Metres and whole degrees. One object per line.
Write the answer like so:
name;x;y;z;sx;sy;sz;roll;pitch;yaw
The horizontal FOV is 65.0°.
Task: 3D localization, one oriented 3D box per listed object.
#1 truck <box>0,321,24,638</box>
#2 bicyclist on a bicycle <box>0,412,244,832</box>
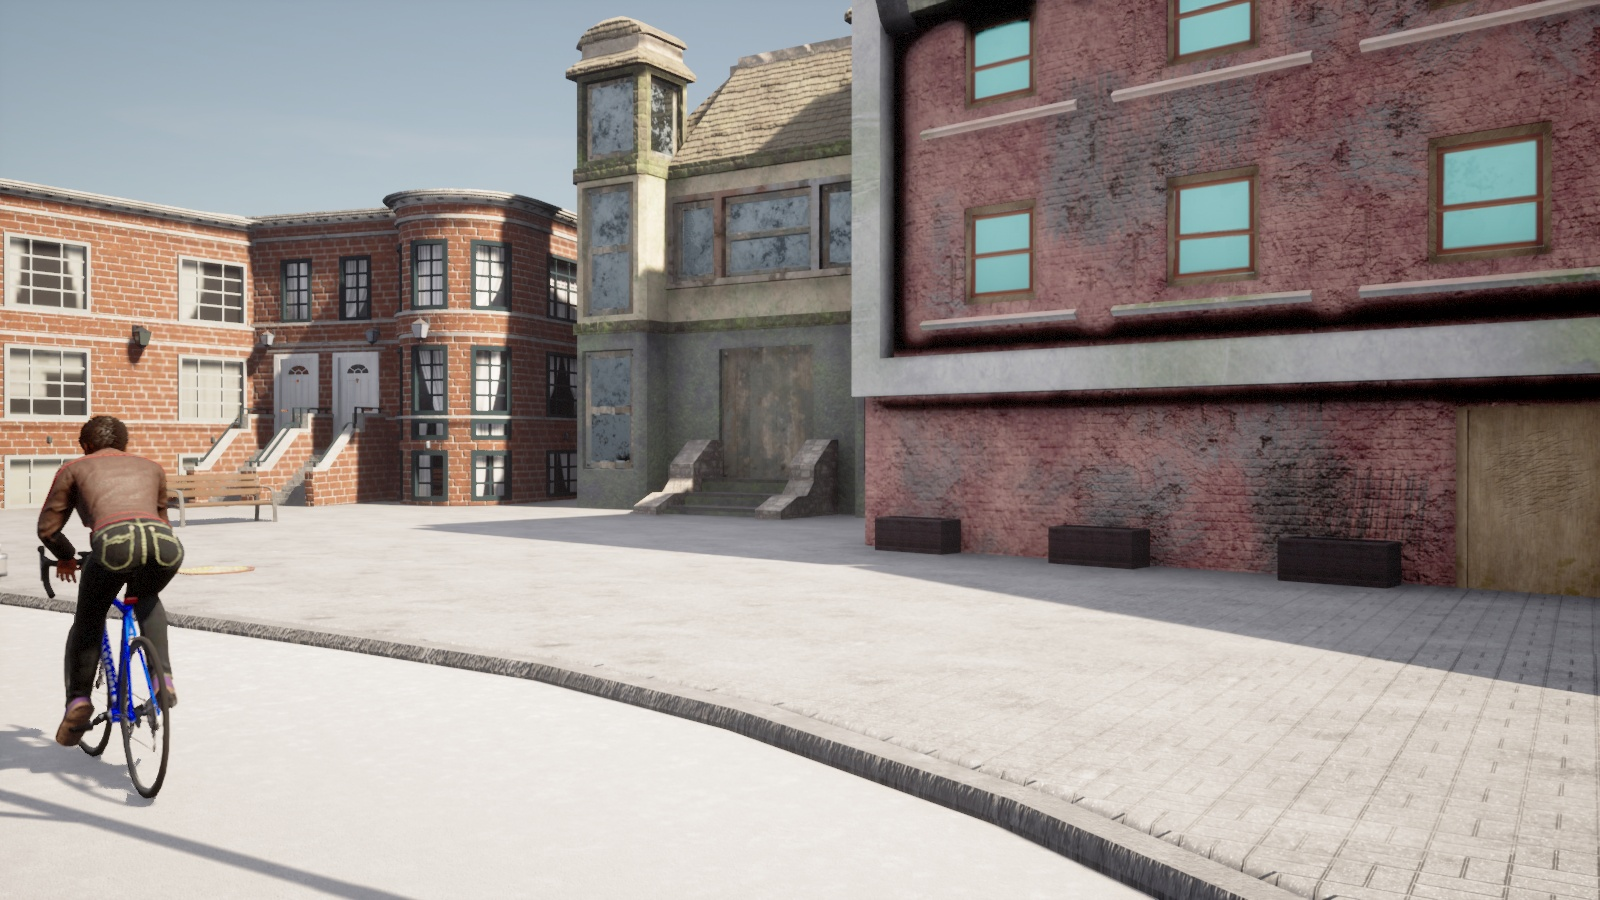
truck;-9.044;0.196;10.200;5.204;2.467;2.627;1;1;32
bicyclist on a bicycle;-3.092;0.663;5.649;0.582;1.620;1.656;0;0;-42
